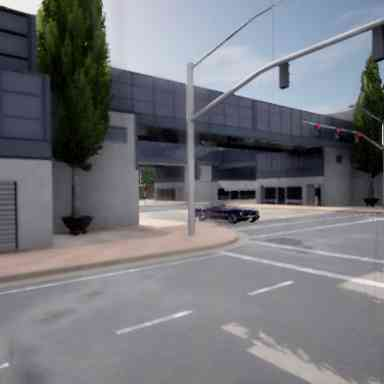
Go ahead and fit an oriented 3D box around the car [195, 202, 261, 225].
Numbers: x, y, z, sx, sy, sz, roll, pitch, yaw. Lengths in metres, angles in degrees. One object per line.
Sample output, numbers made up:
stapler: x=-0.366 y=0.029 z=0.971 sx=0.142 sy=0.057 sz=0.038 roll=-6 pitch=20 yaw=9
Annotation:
car: x=2.189 y=1.361 z=21.779 sx=1.895 sy=1.301 sz=4.718 roll=-1 pitch=1 yaw=-37
